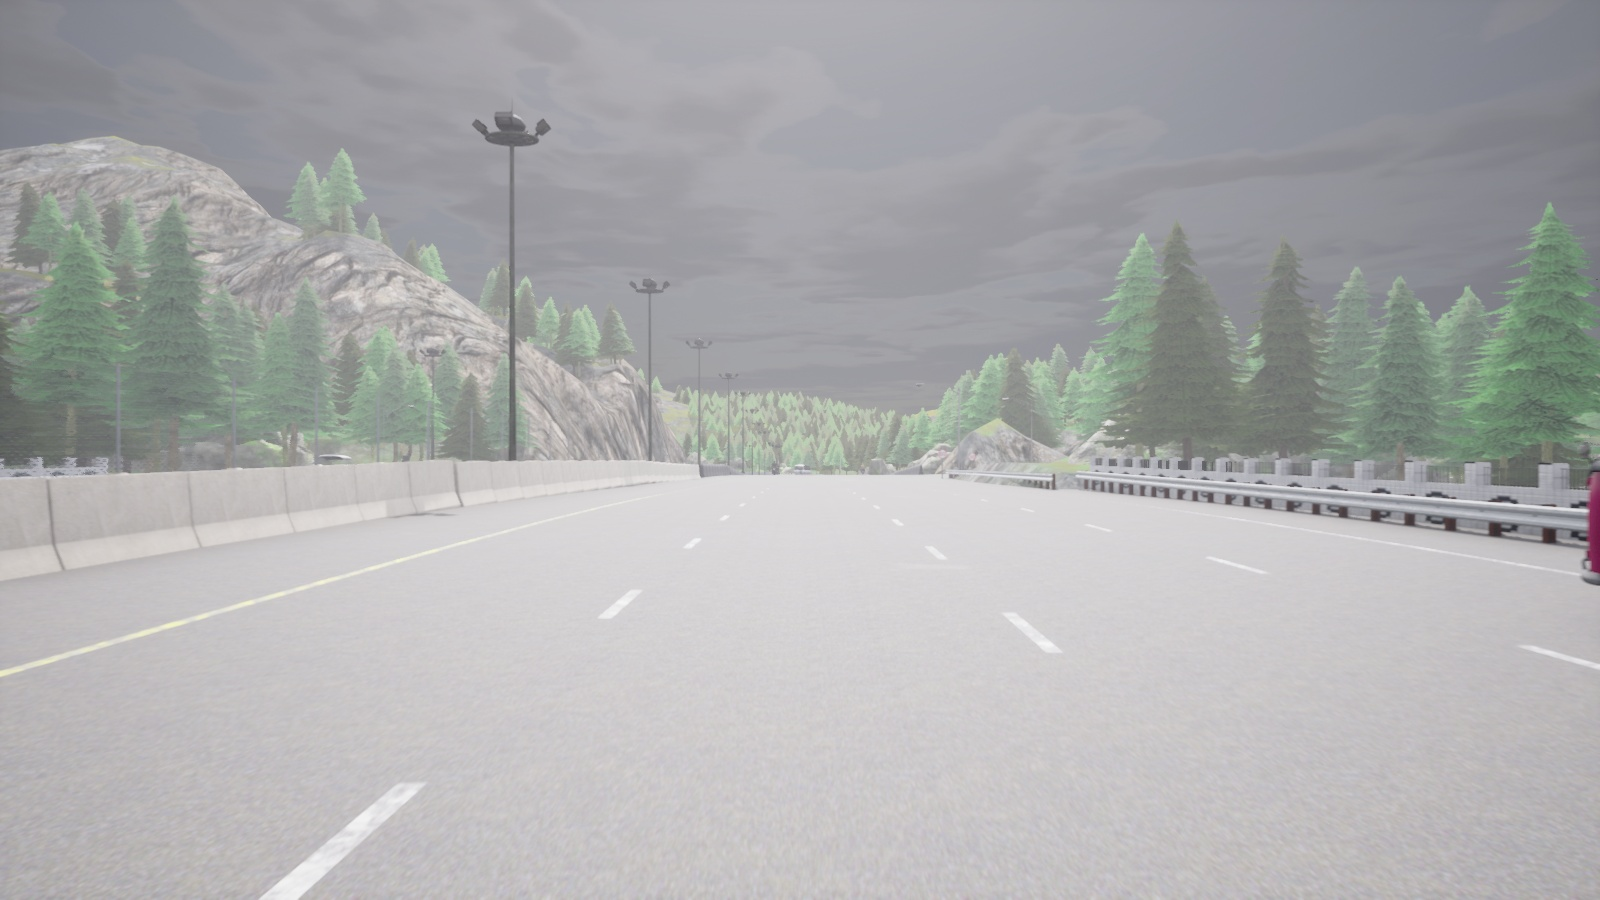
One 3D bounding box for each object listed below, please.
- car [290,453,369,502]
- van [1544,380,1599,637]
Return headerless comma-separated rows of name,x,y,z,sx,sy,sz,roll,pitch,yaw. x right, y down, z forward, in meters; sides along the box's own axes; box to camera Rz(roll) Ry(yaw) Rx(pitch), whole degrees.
car,-13.776,0.799,36.848,1.481,1.376,2.207,0,-1,0
van,7.062,0.461,8.214,1.775,1.987,4.442,0,0,0
